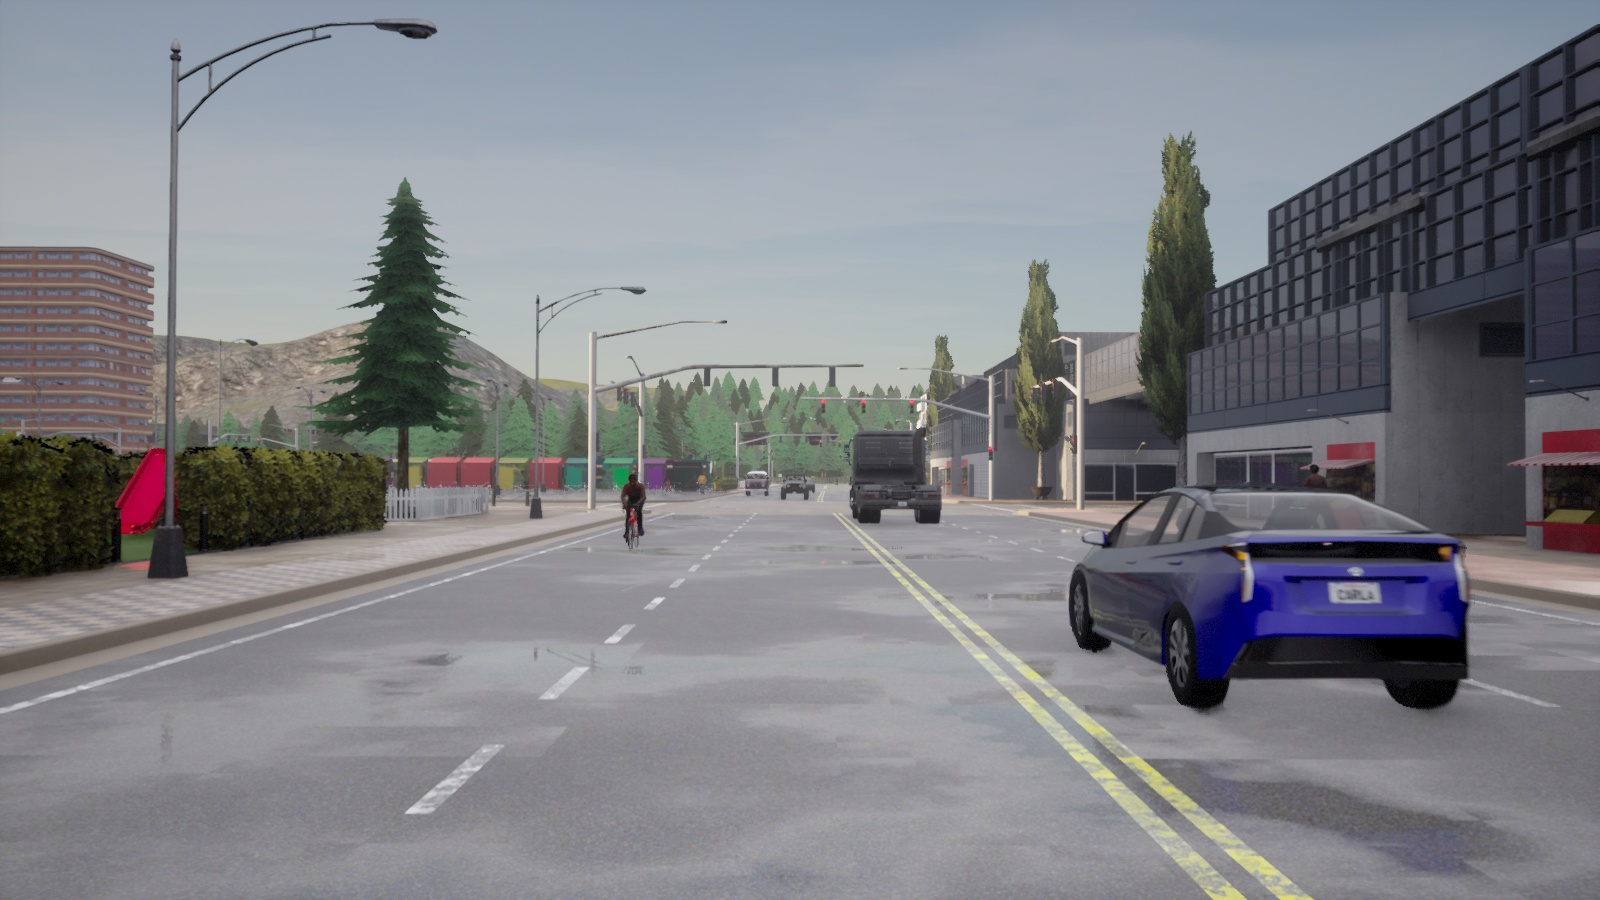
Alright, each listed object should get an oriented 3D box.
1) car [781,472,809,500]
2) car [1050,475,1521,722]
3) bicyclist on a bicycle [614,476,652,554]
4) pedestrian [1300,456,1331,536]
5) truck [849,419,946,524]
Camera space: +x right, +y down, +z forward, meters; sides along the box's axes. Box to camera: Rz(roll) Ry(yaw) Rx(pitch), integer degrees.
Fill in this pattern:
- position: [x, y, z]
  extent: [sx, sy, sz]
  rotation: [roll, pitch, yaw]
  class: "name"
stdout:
- position: [-0.332, 2.500, 87.557]
  extent: [1.905, 1.878, 3.866]
  rotation: [0, -1, 1]
  class: "car"
- position: [3.475, 0.972, 10.083]
  extent: [2.007, 1.525, 4.514]
  rotation: [0, -1, 0]
  class: "car"
- position: [-3.566, 1.367, 26.888]
  extent: [0.582, 1.620, 1.656]
  rotation: [0, -1, 0]
  class: "bicyclist on a bicycle"
- position: [11.816, 1.052, 28.783]
  extent: [0.328, 1.805, 0.869]
  rotation: [0, -1, 0]
  class: "pedestrian"
- position: [3.385, 0.805, 45.556]
  extent: [2.891, 3.462, 7.936]
  rotation: [0, -1, 0]
  class: "truck"
